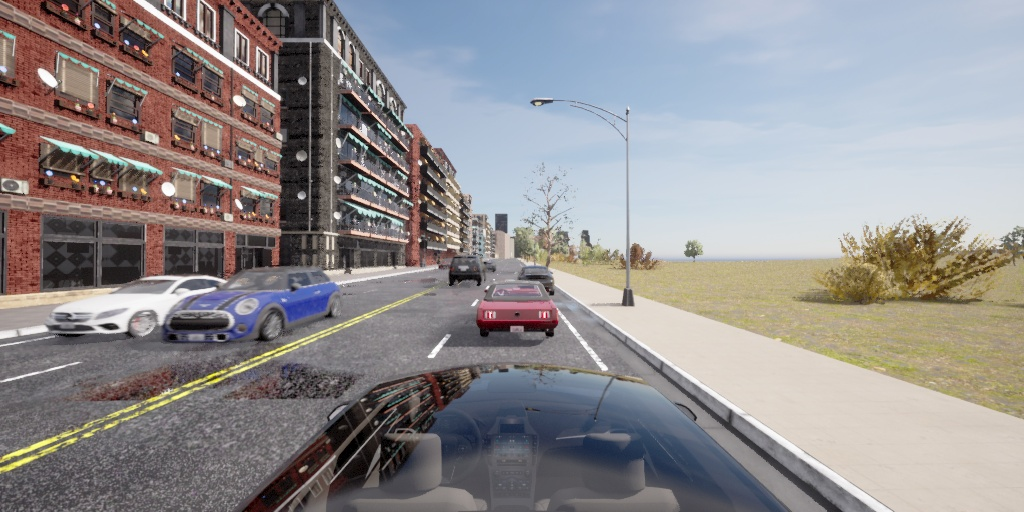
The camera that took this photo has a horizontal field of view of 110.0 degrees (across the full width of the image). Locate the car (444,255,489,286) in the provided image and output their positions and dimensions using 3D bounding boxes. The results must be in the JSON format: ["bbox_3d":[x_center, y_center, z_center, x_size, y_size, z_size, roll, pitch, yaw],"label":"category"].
[{"bbox_3d":[-3.055,0.972,25.422,2.150,2.045,5.566,0,0,0],"label":"car"}]

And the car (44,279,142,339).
[{"bbox_3d":[-9.817,1.277,10.253,1.812,1.442,4.674,0,0,0],"label":"car"}]

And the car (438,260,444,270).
[{"bbox_3d":[-9.633,1.102,53.528,2.097,1.767,4.553,0,0,0],"label":"car"}]

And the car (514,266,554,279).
[{"bbox_3d":[1.207,1.257,19.455,1.837,1.490,4.892,0,0,0],"label":"car"}]

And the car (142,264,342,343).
[{"bbox_3d":[-6.569,1.103,9.713,2.097,1.767,4.553,0,0,0],"label":"car"}]

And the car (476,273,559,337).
[{"bbox_3d":[0.132,1.352,10.254,1.895,1.301,4.718,0,0,0],"label":"car"}]

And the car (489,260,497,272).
[{"bbox_3d":[-2.972,1.239,45.290,2.128,1.511,4.902,0,0,0],"label":"car"}]
